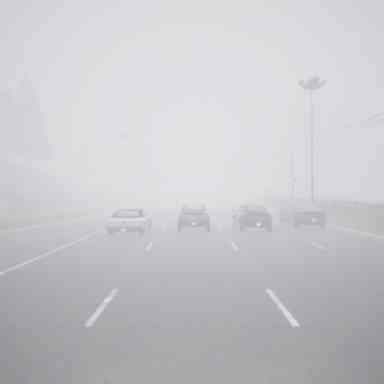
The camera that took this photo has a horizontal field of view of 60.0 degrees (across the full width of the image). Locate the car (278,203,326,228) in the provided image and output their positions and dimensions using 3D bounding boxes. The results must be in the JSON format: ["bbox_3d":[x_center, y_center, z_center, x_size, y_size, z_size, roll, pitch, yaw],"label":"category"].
[{"bbox_3d":[7.101,1.467,21.890,1.882,1.535,5.008,0,0,0],"label":"car"}]

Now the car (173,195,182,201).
[{"bbox_3d":[-3.496,1.389,78.919,1.895,1.301,4.718,0,0,0],"label":"car"}]

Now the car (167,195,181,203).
[{"bbox_3d":[-3.496,1.461,68.469,1.837,1.490,4.892,0,0,0],"label":"car"}]

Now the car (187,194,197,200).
[{"bbox_3d":[0.004,1.485,68.885,1.812,1.442,4.674,0,0,0],"label":"car"}]

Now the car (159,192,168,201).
[{"bbox_3d":[-6.996,1.019,78.949,2.150,2.045,5.566,0,0,0],"label":"car"}]

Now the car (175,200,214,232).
[{"bbox_3d":[0.102,1.481,20.308,2.128,1.511,4.902,0,0,0],"label":"car"}]

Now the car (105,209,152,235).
[{"bbox_3d":[-3.399,1.591,18.784,1.895,1.301,4.718,0,0,0],"label":"car"}]

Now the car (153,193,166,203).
[{"bbox_3d":[-6.996,1.513,68.915,1.994,1.385,4.181,0,0,0],"label":"car"}]

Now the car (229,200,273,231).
[{"bbox_3d":[3.603,1.495,20.390,1.837,1.490,4.892,0,0,0],"label":"car"}]

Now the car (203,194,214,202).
[{"bbox_3d":[3.504,1.516,68.885,1.994,1.385,4.181,0,0,0],"label":"car"}]

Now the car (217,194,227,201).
[{"bbox_3d":[7.004,1.272,78.888,1.882,1.535,5.008,0,0,0],"label":"car"}]

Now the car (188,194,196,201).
[{"bbox_3d":[0.004,1.271,78.888,1.882,1.535,5.008,0,0,0],"label":"car"}]

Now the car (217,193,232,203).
[{"bbox_3d":[7.004,1.184,68.498,2.150,2.045,5.566,0,0,0],"label":"car"}]
